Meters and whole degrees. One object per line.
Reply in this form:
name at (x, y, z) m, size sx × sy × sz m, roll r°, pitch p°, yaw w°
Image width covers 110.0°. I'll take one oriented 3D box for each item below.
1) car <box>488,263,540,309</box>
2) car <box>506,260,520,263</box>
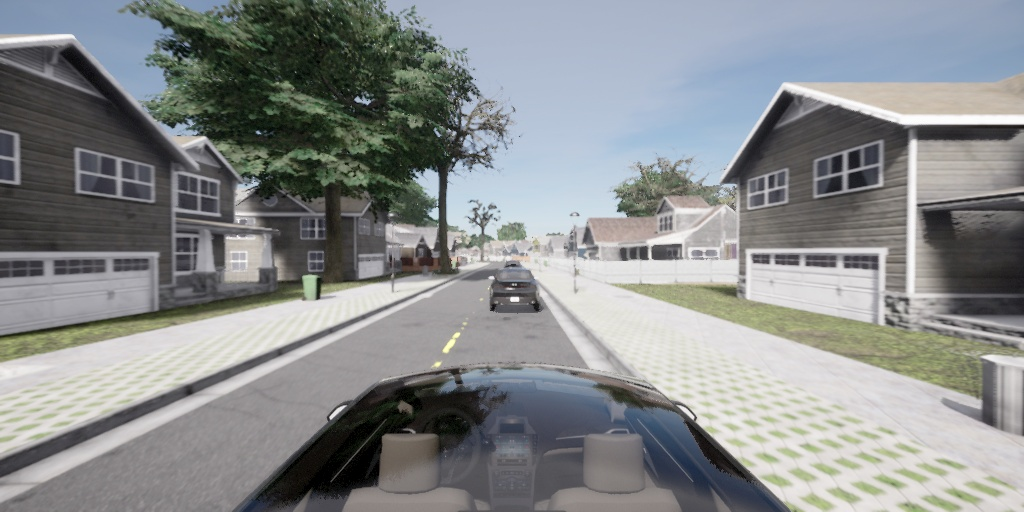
car at (0.093, 1.222, 14.623) m, size 1.837 × 1.490 × 4.892 m, roll 0°, pitch 0°, yaw 0°
car at (0.083, 1.164, 35.695) m, size 1.837 × 1.490 × 4.892 m, roll 0°, pitch 0°, yaw 0°
